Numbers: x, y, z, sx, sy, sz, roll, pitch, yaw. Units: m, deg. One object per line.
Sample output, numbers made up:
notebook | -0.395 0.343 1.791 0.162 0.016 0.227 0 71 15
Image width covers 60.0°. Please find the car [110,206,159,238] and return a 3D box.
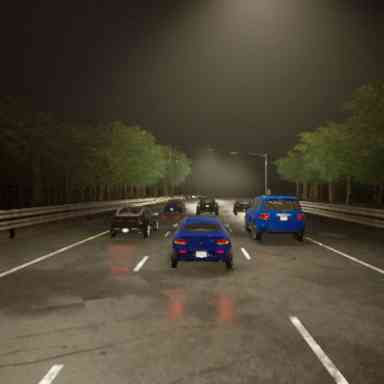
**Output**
car | -2.941 1.497 17.615 1.837 1.490 4.892 0 0 2

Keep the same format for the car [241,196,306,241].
car | 4.022 1.222 16.824 2.150 2.045 5.566 0 0 2

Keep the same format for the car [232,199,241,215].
car | 5.153 1.487 33.814 2.128 1.511 4.902 0 0 5

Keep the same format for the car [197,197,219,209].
car | 1.616 1.343 33.502 2.097 1.767 4.553 0 0 5

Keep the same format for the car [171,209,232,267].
car | 0.319 1.524 11.319 1.812 1.442 4.674 0 0 2

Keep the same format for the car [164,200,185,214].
car | -1.788 1.513 34.810 1.812 1.442 4.674 0 0 5
